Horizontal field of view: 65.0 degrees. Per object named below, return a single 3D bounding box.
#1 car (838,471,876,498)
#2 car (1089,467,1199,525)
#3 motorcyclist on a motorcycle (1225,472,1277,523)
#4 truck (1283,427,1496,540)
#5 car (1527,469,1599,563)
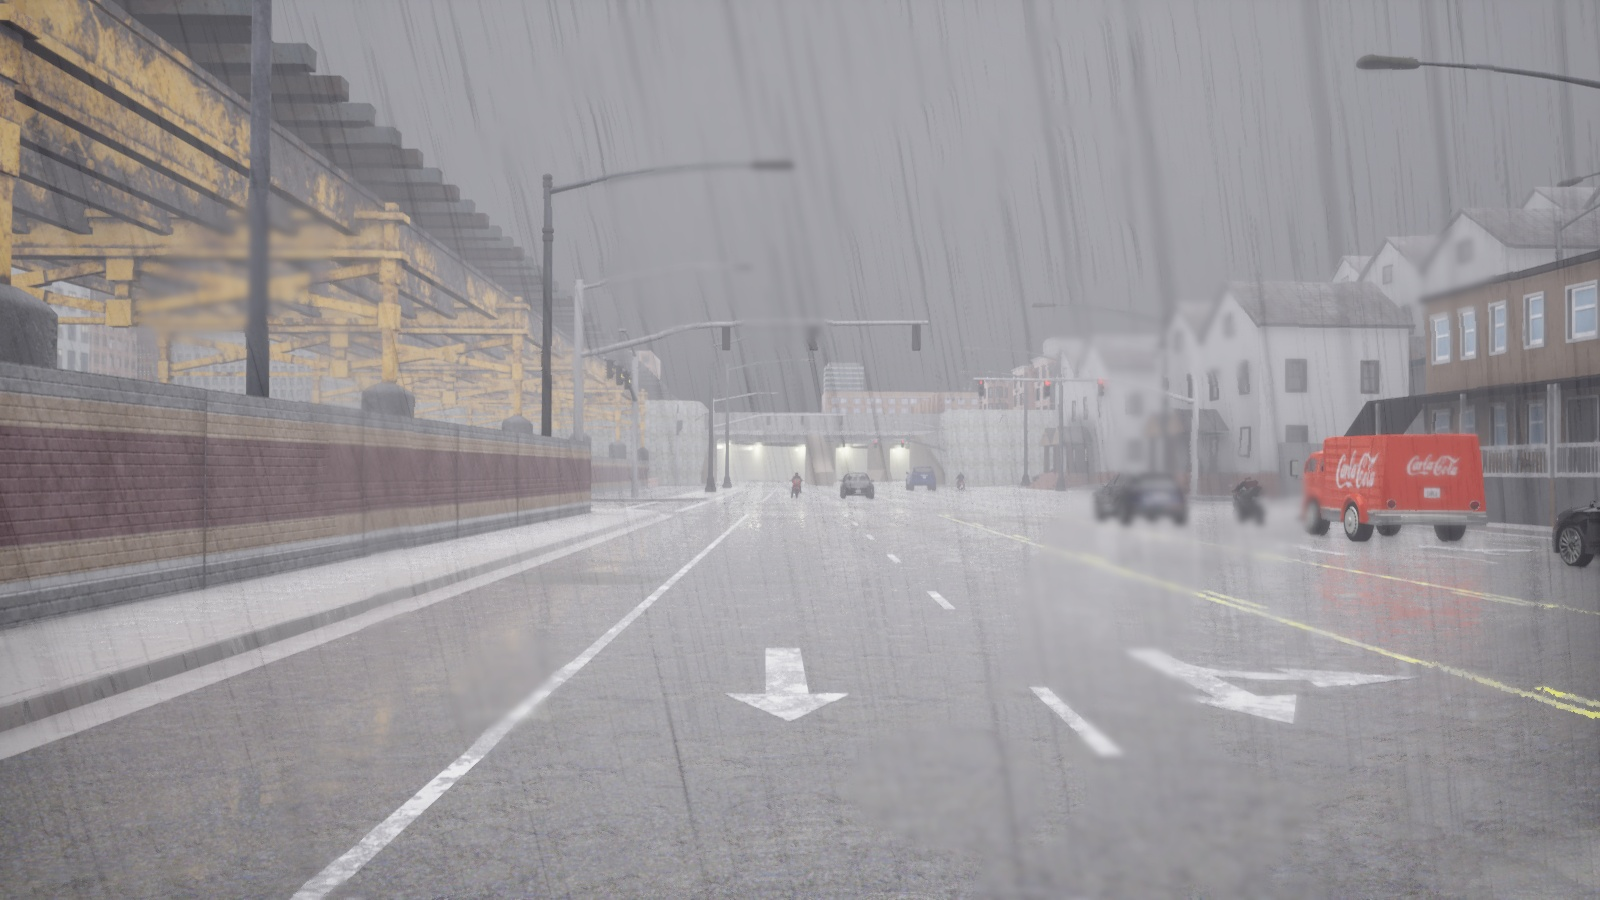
[{"bbox_3d":[3.323,1.998,73.710,2.007,1.525,4.514,0,-1,0],"label":"car"},{"bbox_3d":[10.408,1.355,38.398,2.033,1.649,4.856,0,-1,0],"label":"car"},{"bbox_3d":[13.872,1.451,38.686,0.866,1.530,2.191,0,-1,1],"label":"motorcyclist on a motorcycle"},{"bbox_3d":[13.926,0.783,30.126,2.627,2.467,5.204,0,-1,0],"label":"truck"},{"bbox_3d":[13.955,1.051,19.801,2.128,1.511,4.902,0,-1,0],"label":"car"}]
